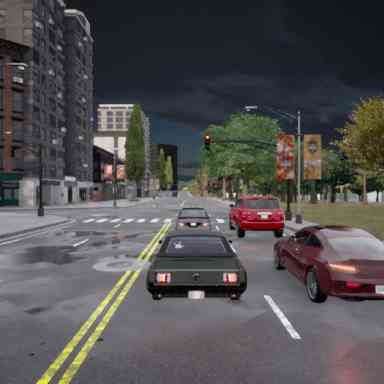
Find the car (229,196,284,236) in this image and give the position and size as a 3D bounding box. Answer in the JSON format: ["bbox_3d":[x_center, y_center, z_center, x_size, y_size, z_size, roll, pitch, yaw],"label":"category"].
[{"bbox_3d":[3.309,1.217,17.877,2.150,2.045,5.566,0,0,0],"label":"car"}]

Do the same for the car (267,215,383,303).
[{"bbox_3d":[3.334,1.524,8.065,1.812,1.442,4.674,0,0,0],"label":"car"}]

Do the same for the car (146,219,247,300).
[{"bbox_3d":[0.081,1.599,8.324,1.895,1.301,4.718,0,0,0],"label":"car"}]

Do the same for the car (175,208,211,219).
[{"bbox_3d":[0.060,1.543,17.916,2.033,1.411,5.357,0,0,0],"label":"car"}]
